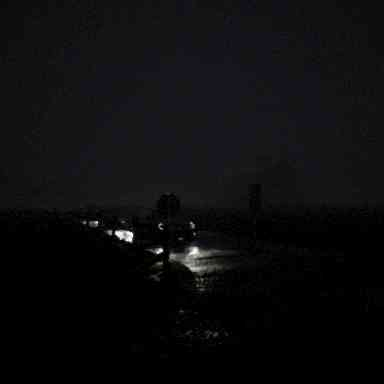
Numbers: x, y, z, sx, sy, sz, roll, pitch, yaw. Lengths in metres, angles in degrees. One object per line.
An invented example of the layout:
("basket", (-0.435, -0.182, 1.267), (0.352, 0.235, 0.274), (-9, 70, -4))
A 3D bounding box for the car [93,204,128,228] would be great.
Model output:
("car", (-6.134, 1.993, 26.537), (2.128, 1.511, 4.902), (1, -1, -27))

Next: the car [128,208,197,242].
("car", (-1.547, 1.649, 17.576), (2.097, 1.767, 4.553), (1, -1, -27))

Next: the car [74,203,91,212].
("car", (-19.389, 2.731, 58.832), (2.128, 1.511, 4.902), (1, -1, -27))

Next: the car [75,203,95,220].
("car", (-11.244, 2.083, 36.522), (2.097, 1.767, 4.553), (1, -1, -27))

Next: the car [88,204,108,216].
("car", (-13.441, 2.475, 47.232), (1.837, 1.490, 4.892), (1, -1, -27))
